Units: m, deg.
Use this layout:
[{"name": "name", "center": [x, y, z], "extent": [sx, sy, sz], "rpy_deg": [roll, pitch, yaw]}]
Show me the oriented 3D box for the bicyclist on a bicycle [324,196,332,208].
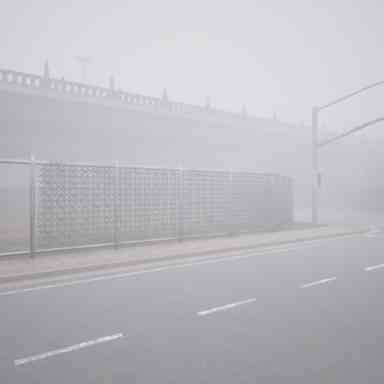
[{"name": "bicyclist on a bicycle", "center": [17.734, 1.353, 43.314], "extent": [1.656, 1.620, 0.582], "rpy_deg": [0, 0, -36]}]
